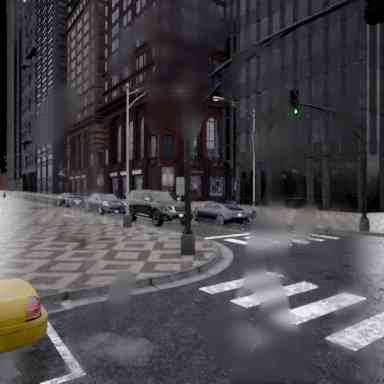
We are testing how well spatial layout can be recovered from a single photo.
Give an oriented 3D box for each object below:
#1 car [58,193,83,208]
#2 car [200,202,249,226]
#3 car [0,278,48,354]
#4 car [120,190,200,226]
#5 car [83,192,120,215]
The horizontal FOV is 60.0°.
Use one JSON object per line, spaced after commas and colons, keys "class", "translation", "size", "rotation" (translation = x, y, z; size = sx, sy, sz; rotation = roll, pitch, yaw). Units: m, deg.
{"class": "car", "translation": [-13.146, 0.827, 36.087], "size": [2.128, 1.511, 4.902], "rotation": [0, 1, -36]}
{"class": "car", "translation": [1.608, 1.284, 20.982], "size": [1.994, 1.385, 4.181], "rotation": [0, 1, -36]}
{"class": "car", "translation": [-4.246, 1.525, 3.627], "size": [4.829, 1.417, 1.752], "rotation": [0, 0, -35]}
{"class": "car", "translation": [-2.211, 0.898, 20.820], "size": [2.150, 2.045, 5.566], "rotation": [0, 1, -36]}
{"class": "car", "translation": [-7.129, 0.872, 27.684], "size": [2.097, 1.767, 4.553], "rotation": [0, 1, -35]}
